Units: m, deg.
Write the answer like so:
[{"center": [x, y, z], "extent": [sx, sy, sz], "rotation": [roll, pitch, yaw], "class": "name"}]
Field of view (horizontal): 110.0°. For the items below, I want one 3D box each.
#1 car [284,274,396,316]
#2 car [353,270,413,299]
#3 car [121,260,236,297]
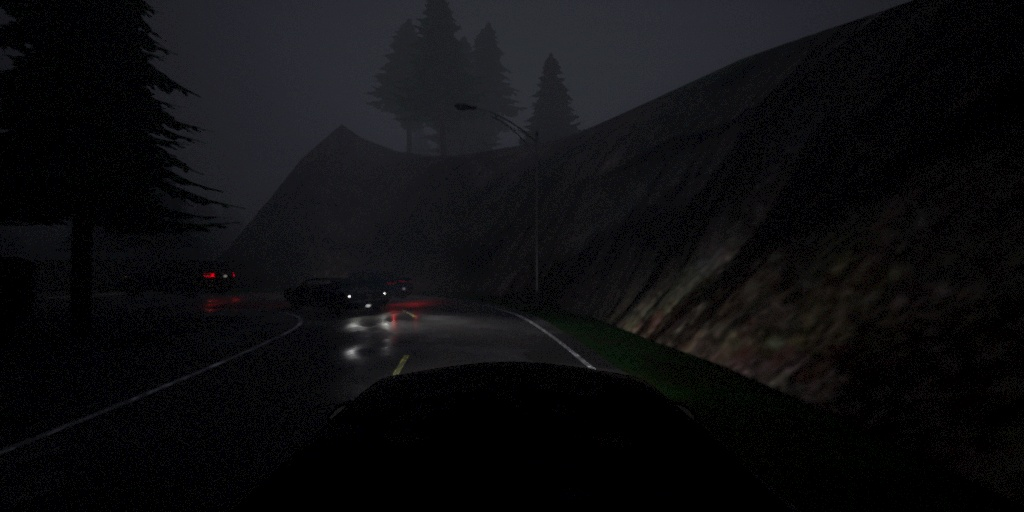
[{"center": [-7.046, 1.527, 14.330], "extent": [4.718, 1.301, 1.895], "rotation": [-1, -1, 34], "class": "car"}, {"center": [-7.422, 1.460, 18.724], "extent": [5.008, 1.535, 1.882], "rotation": [0, -1, 30], "class": "car"}, {"center": [-19.061, 1.253, 20.659], "extent": [5.566, 2.045, 2.150], "rotation": [0, -1, 3], "class": "car"}]
